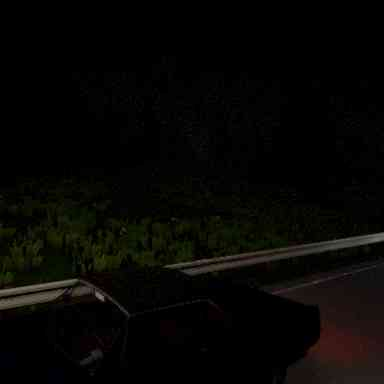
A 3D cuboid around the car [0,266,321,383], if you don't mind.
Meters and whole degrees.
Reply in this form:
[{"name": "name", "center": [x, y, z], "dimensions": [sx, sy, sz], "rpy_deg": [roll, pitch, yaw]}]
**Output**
[{"name": "car", "center": [-0.819, 1.601, 3.435], "dimensions": [4.718, 1.301, 1.895], "rpy_deg": [0, 0, -36]}]
